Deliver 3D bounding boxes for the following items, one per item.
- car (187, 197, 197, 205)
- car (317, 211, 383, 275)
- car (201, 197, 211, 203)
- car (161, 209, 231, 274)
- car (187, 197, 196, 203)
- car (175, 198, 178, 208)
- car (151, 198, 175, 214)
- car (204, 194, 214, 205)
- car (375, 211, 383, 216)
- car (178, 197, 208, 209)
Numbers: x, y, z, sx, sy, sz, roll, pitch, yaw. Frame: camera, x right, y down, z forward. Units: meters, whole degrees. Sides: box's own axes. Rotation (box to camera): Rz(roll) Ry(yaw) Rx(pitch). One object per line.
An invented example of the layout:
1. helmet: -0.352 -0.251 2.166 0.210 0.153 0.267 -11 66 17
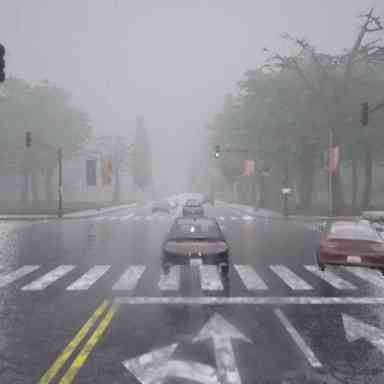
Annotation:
1. car: -0.006 1.766 65.859 1.882 1.535 5.008 0 -1 0
2. car: 5.024 1.550 10.578 1.812 1.442 4.674 0 0 23
3. car: 3.241 1.801 76.314 2.033 1.411 5.357 0 -1 0
4. car: 0.098 1.508 10.588 2.128 1.511 4.902 0 0 0
5. car: -0.009 1.813 76.313 1.994 1.385 4.181 0 -1 0
6. car: -3.311 1.651 46.399 1.812 1.442 4.674 0 0 0
7. car: -3.349 1.630 37.070 2.033 1.411 5.357 0 0 0
8. car: 3.244 1.510 65.926 2.150 2.045 5.566 0 -1 0
9. car: 14.863 1.709 24.118 4.718 1.301 1.895 0 0 0
10. car: 0.098 1.558 31.252 2.128 1.511 4.902 0 0 0
